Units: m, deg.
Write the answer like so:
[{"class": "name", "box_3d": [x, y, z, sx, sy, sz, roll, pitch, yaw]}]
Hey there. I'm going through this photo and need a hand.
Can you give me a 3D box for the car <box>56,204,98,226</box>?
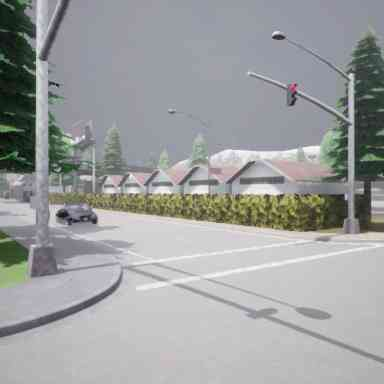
[{"class": "car", "box_3d": [-8.153, 1.562, 23.473, 1.994, 1.385, 4.181, 0, 0, -36]}]
